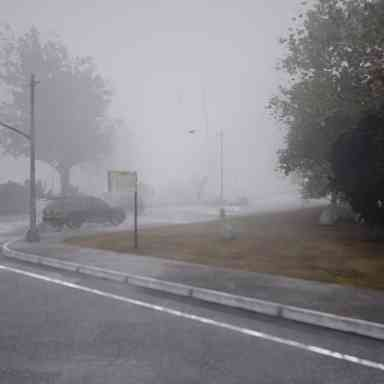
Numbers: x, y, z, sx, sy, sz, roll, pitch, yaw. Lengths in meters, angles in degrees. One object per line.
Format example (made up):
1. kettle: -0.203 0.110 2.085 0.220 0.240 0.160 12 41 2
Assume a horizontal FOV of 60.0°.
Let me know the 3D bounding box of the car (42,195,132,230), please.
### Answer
1. car: -7.097 1.321 22.367 2.150 2.045 5.566 0 0 39

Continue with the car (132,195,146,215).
1. car: -7.189 1.340 33.582 2.150 2.045 5.566 0 0 39

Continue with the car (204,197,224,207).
1. car: 3.816 1.540 53.419 2.128 1.511 4.902 0 0 37

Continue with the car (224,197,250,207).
1. car: 7.408 1.527 52.383 1.837 1.490 4.892 0 0 36

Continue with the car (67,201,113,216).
1. car: -10.645 1.702 34.874 1.994 1.385 4.181 0 0 39
